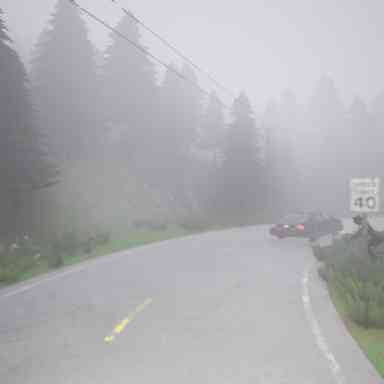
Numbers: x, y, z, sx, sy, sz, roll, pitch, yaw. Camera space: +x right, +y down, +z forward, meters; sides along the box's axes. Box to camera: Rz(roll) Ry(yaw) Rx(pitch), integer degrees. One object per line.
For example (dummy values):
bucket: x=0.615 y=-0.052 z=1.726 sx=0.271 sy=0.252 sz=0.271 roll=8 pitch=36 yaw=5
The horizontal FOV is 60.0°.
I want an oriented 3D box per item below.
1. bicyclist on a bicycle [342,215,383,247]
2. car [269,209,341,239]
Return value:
bicyclist on a bicycle: x=4.614 y=1.453 z=8.947 sx=1.656 sy=1.620 sz=0.582 roll=1 pitch=0 yaw=22
car: x=5.821 y=1.563 z=16.594 sx=2.033 sy=1.411 sz=5.357 roll=-1 pitch=0 yaw=41
